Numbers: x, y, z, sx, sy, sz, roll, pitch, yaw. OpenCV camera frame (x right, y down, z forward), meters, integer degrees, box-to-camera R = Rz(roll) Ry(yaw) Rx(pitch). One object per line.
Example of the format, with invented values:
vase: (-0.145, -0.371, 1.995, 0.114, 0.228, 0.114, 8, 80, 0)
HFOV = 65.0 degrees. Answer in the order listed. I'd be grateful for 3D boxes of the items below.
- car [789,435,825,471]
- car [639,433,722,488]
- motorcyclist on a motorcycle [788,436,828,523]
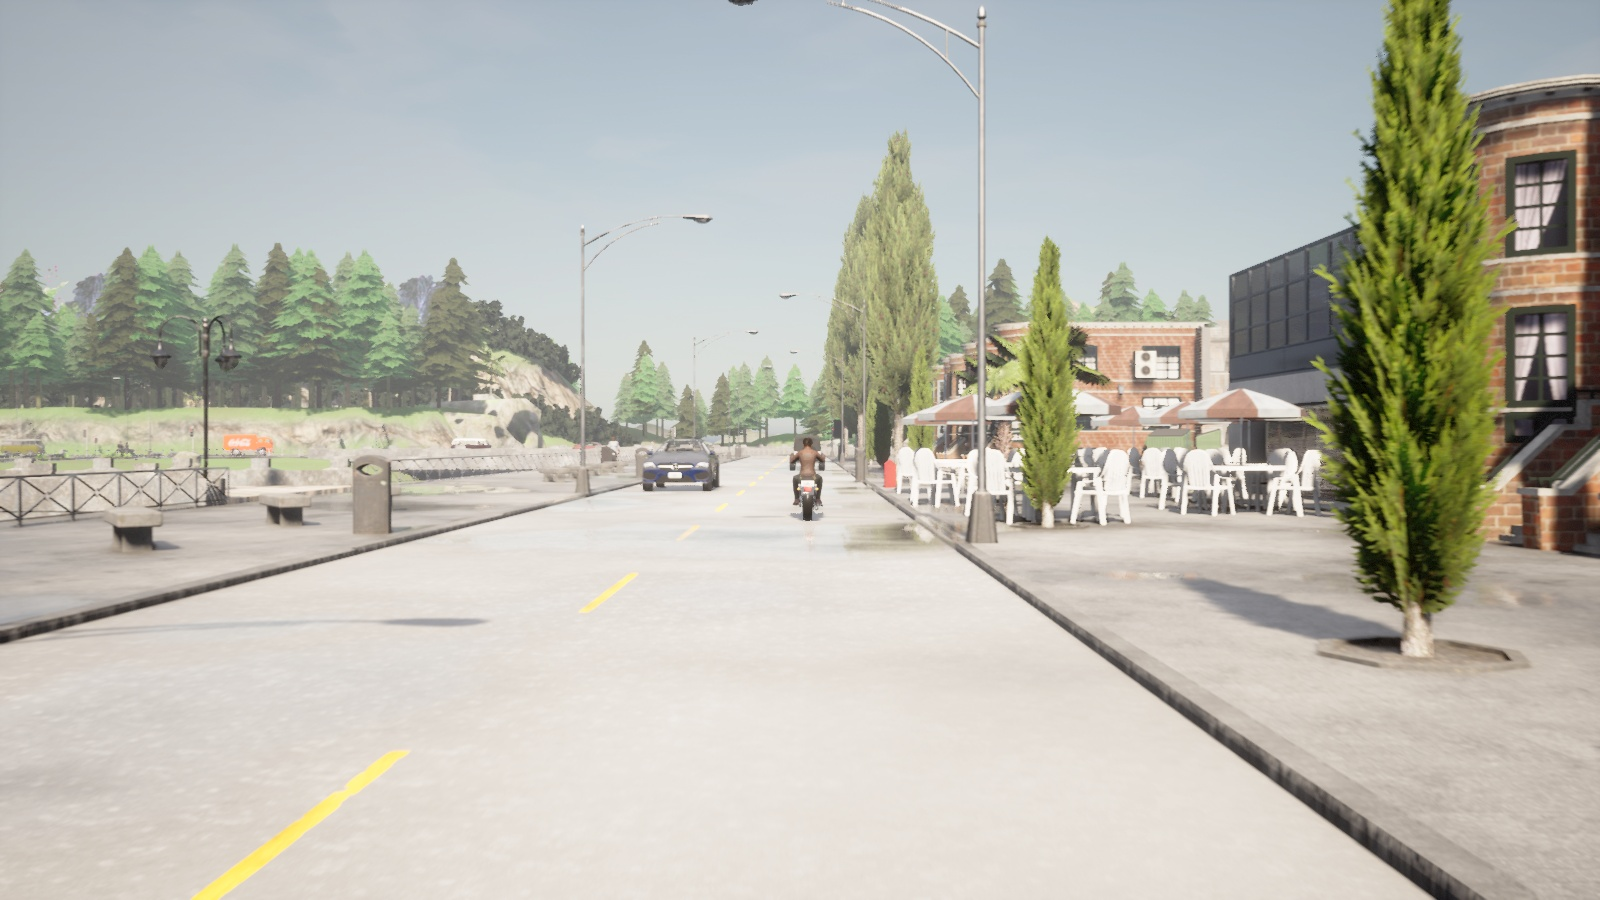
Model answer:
car: (0.396, 0.155, 68.721, 1.905, 1.878, 3.866, 0, 0, 0)
car: (-3.761, 0.295, 40.231, 2.152, 1.651, 5.027, 0, 0, 0)
motorcyclist on a motorcycle: (0.154, 0.556, 25.011, 0.766, 1.649, 2.350, 0, 0, 0)
